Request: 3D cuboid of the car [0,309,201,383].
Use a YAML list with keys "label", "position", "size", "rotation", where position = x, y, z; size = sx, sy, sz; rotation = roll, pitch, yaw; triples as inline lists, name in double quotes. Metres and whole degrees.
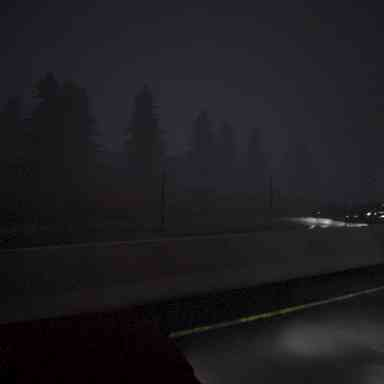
- label: "car"
  position: [-2.205, 1.541, 2.165]
  size: [4.718, 1.301, 1.895]
  rotation: [1, 0, -27]
